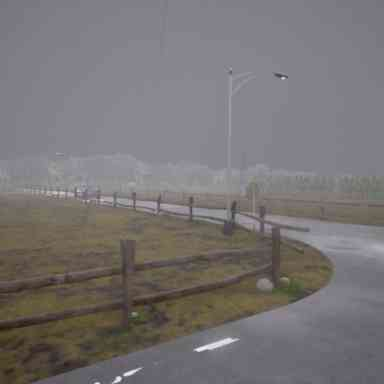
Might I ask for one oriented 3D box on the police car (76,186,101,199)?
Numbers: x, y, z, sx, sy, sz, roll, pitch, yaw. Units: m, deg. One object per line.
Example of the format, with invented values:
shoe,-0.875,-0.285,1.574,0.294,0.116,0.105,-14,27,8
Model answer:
police car,-13.090,0.080,41.678,2.038,1.542,4.974,-1,2,-36
